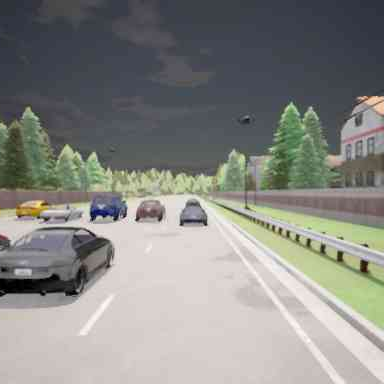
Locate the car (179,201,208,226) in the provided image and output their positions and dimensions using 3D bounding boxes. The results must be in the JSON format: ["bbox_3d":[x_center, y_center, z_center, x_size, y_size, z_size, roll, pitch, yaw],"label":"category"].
[{"bbox_3d":[0.114,1.627,24.323,1.994,1.385,4.181,0,0,0],"label":"car"}]

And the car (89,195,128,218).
[{"bbox_3d":[-6.884,1.294,27.896,2.150,2.045,5.566,0,0,0],"label":"car"}]

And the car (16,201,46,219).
[{"bbox_3d":[-13.883,1.556,30.012,1.882,1.535,5.008,0,0,0],"label":"car"}]

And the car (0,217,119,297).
[{"bbox_3d":[-3.395,1.587,8.701,1.994,1.385,4.181,0,0,0],"label":"car"}]

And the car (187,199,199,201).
[{"bbox_3d":[0.125,1.614,41.967,1.837,1.490,4.892,0,0,0],"label":"car"}]

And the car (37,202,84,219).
[{"bbox_3d":[-10.385,1.672,27.015,1.895,1.301,4.718,0,0,0],"label":"car"}]

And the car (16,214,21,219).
[{"bbox_3d":[-6.908,1.550,9.165,1.812,1.442,4.674,0,0,0],"label":"car"}]

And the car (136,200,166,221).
[{"bbox_3d":[-3.385,1.425,28.069,2.097,1.767,4.553,0,0,0],"label":"car"}]
